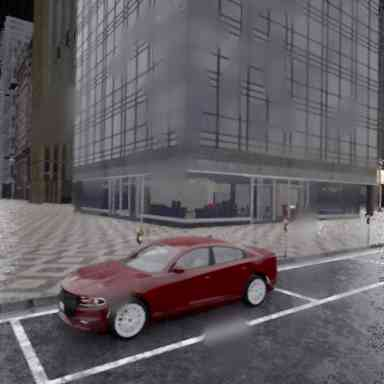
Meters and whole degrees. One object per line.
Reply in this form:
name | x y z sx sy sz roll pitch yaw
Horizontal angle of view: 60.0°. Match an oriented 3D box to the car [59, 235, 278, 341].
car | -0.230 1.589 6.589 4.507 1.381 1.887 1 0 -35
